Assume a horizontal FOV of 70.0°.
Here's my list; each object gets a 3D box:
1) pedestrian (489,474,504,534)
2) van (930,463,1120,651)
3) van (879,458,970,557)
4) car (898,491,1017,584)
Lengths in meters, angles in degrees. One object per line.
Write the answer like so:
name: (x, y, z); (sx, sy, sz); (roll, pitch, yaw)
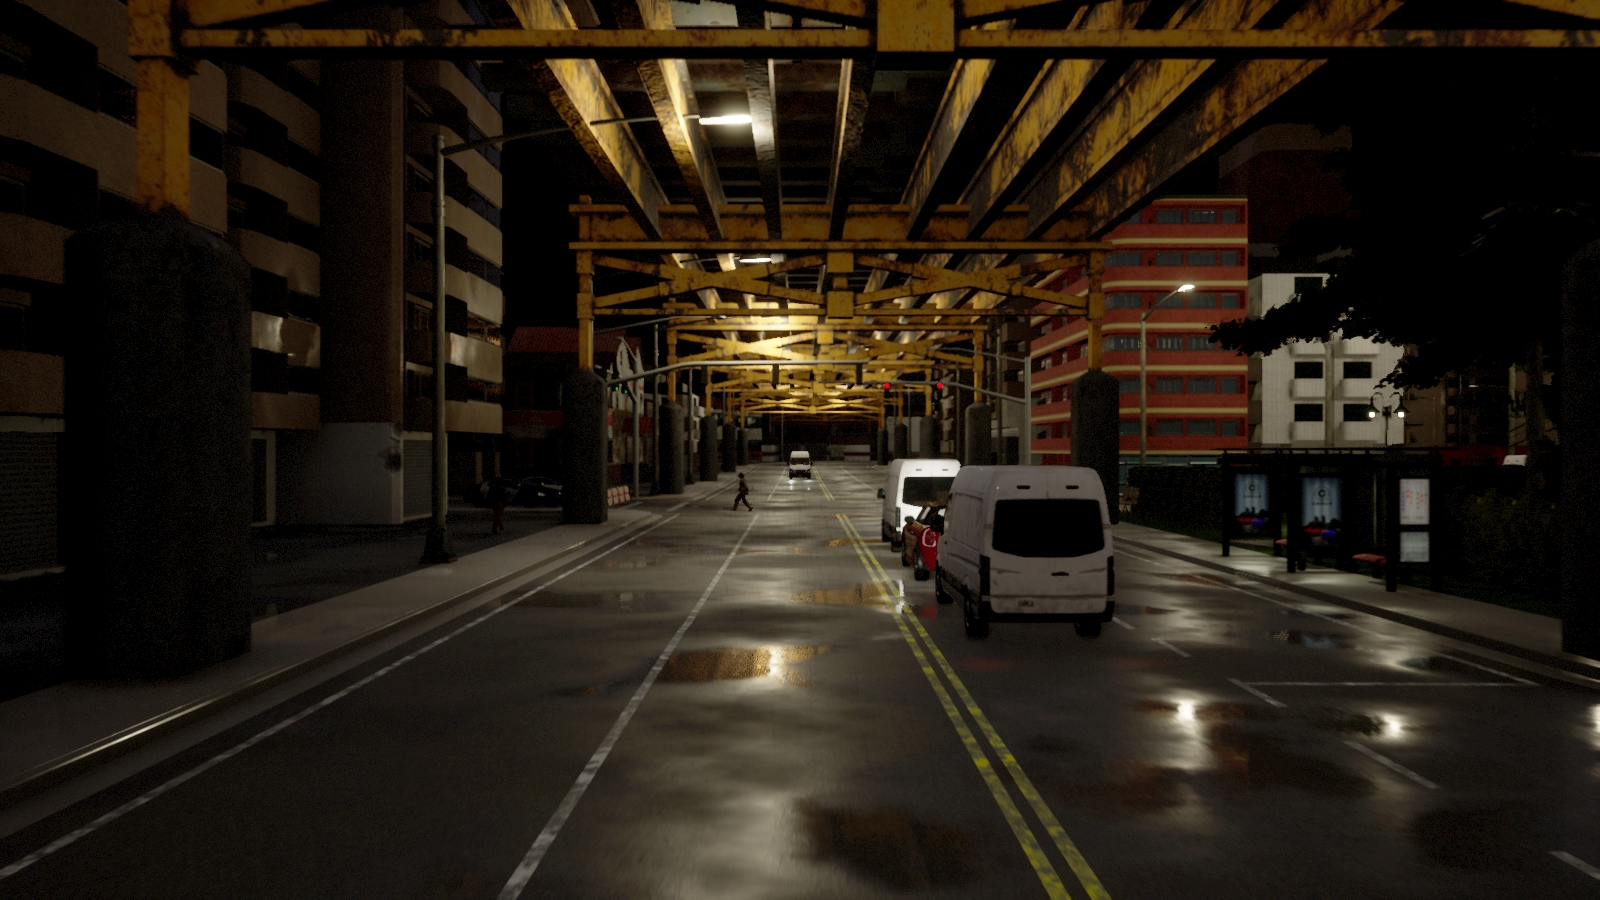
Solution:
pedestrian: (-9.556, 1.696, 35.998); (0.375, 1.860, 0.375); (0, 0, 4)
van: (3.489, 1.532, 18.979); (1.988, 2.561, 5.915); (0, 0, 0)
van: (3.479, 1.530, 32.981); (1.988, 2.561, 5.915); (0, 0, 0)
car: (3.468, 1.902, 26.002); (2.097, 1.767, 4.553); (0, 0, 0)
